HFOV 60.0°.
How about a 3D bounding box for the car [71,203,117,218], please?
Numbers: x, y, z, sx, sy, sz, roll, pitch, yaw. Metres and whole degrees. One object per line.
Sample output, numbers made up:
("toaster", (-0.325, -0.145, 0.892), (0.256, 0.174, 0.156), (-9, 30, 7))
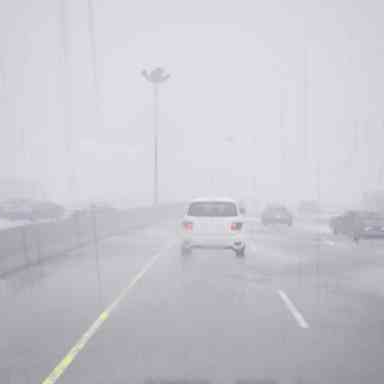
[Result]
("car", (-7.860, 1.559, 27.044), (1.895, 1.301, 4.718), (0, 0, 11))

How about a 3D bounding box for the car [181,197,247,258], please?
("car", (0.888, 1.217, 13.024), (2.150, 2.045, 5.566), (0, 0, 6))

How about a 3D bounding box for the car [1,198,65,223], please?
("car", (-11.718, 1.424, 25.371), (1.882, 1.535, 5.008), (0, 0, 10))

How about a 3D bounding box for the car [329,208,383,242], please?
("car", (8.275, 1.566, 16.206), (2.033, 1.411, 5.357), (0, 0, 8))

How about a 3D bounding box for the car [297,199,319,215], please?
("car", (12.097, 1.513, 34.757), (2.128, 1.511, 4.902), (0, 0, 15))

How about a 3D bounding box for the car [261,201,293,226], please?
("car", (5.969, 1.571, 23.694), (1.994, 1.385, 4.181), (0, 0, 10))

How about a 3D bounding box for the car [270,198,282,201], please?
("car", (10.529, 1.539, 41.680), (1.812, 1.442, 4.674), (0, 0, 18))

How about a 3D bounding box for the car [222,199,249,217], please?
("car", (4.363, 1.488, 32.852), (2.128, 1.511, 4.902), (0, 0, 13))
